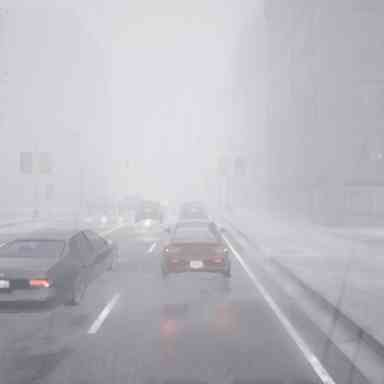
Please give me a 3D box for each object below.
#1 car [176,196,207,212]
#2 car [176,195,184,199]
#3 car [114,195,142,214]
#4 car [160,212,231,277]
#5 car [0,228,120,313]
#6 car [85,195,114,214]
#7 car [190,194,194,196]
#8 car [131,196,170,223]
[{"bbox_3d":[0.102,1.411,26.213,2.097,1.767,4.553,0,0,0],"label":"car"},{"bbox_3d":[-3.241,1.531,88.836,1.994,1.385,4.181,0,0,0],"label":"car"},{"bbox_3d":[-6.531,1.299,36.255,2.150,2.045,5.566,0,0,1],"label":"car"},{"bbox_3d":[0.100,1.552,10.178,1.812,1.442,4.674,0,0,0],"label":"car"},{"bbox_3d":[-3.150,1.568,7.974,2.033,1.411,5.357,0,0,0],"label":"car"},{"bbox_3d":[-9.781,1.299,36.253,2.150,2.045,5.566,0,0,1],"label":"car"},{"bbox_3d":[0.009,1.500,88.419,2.033,1.411,5.357,0,0,0],"label":"car"},{"bbox_3d":[-3.148,1.411,26.215,2.097,1.767,4.553,0,0,0],"label":"car"}]
